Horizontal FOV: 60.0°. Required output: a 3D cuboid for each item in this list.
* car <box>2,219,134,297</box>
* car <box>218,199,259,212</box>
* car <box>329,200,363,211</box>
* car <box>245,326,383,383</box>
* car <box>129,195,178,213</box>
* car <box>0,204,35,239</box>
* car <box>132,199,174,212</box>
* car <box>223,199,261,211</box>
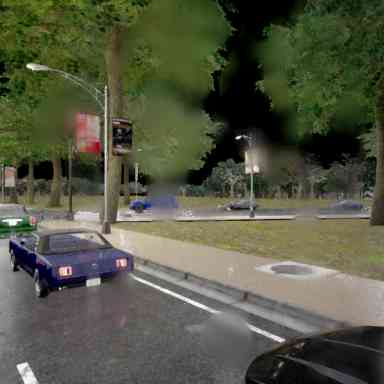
[{"bbox_3d":[-3.420,1.601,8.710,1.895,1.301,4.718,0,0,-38],"label":"car"},{"bbox_3d":[5.653,1.678,40.782,4.902,1.511,2.128,0,0,-14],"label":"car"},{"bbox_3d":[20.660,1.811,44.611,4.674,1.442,1.812,0,0,-14],"label":"car"},{"bbox_3d":[2.357,1.478,1.241,1.882,1.535,5.008,0,0,-38],"label":"car"},{"bbox_3d":[-4.364,1.352,38.212,5.566,2.045,2.150,0,0,-14],"label":"car"},{"bbox_3d":[-8.915,1.352,15.824,2.097,1.767,4.553,0,0,-38],"label":"car"},{"bbox_3d":[-4.879,1.623,41.432,4.902,1.511,2.128,0,0,-14],"label":"car"},{"bbox_3d":[6.674,1.724,44.396,4.674,1.442,1.812,0,0,-14],"label":"car"}]
